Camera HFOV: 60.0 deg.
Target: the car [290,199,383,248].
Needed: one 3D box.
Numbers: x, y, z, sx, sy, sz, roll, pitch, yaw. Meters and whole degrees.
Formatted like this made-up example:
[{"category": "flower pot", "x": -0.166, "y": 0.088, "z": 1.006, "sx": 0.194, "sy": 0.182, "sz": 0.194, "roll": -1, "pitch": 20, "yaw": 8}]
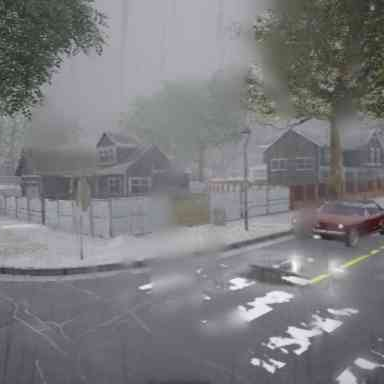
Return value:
[{"category": "car", "x": 5.436, "y": 0.970, "z": 11.765, "sx": 4.718, "sy": 1.301, "sz": 1.895, "roll": -4, "pitch": 4, "yaw": -43}]
